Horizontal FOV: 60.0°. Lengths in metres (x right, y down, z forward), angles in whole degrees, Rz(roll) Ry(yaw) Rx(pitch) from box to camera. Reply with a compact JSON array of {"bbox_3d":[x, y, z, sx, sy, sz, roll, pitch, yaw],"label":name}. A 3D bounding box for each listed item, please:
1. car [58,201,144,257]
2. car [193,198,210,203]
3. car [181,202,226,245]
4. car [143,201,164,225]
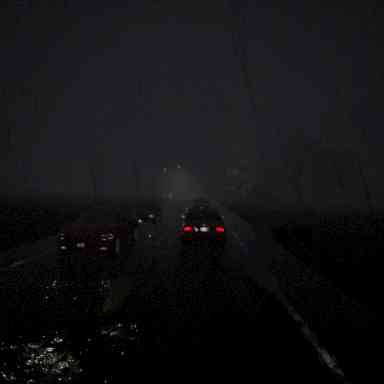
[{"bbox_3d":[-3.286,1.307,12.505,1.882,1.535,5.008,1,0,1],"label":"car"},{"bbox_3d":[1.007,1.326,35.164,1.895,1.301,4.718,1,0,2],"label":"car"},{"bbox_3d":[0.500,1.431,14.980,2.033,1.411,5.357,1,0,1],"label":"car"},{"bbox_3d":[-3.012,1.300,22.243,2.033,1.411,5.357,1,1,2],"label":"car"}]
